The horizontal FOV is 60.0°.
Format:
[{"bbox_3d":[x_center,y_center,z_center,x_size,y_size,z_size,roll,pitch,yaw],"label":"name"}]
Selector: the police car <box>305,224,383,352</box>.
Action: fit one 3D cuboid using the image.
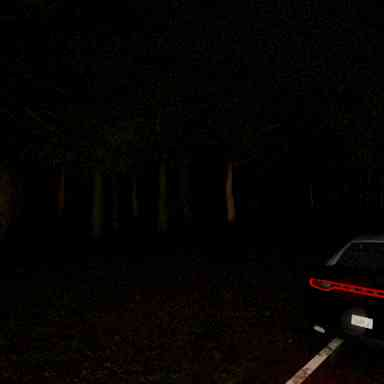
[{"bbox_3d":[3.893,1.424,6.082,1.930,1.638,5.238,0,0,43],"label":"police car"}]
